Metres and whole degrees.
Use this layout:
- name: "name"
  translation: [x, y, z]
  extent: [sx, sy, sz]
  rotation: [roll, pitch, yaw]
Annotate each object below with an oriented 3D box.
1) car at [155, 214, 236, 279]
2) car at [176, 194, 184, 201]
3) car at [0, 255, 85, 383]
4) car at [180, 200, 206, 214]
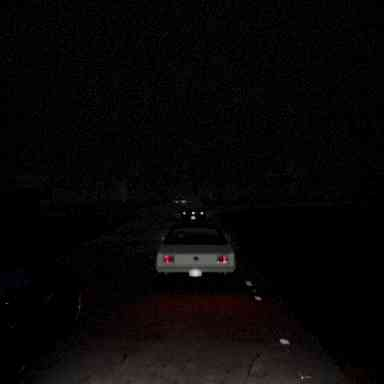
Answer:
- name: "car"
  translation: [0.087, 1.561, 9.829]
  extent: [1.895, 1.301, 4.718]
  rotation: [0, 0, 0]
- name: "car"
  translation: [-2.756, 1.259, 77.355]
  extent: [1.882, 1.535, 5.008]
  rotation: [0, 0, 0]
- name: "car"
  translation: [-2.849, 1.547, 4.123]
  extent: [1.994, 1.385, 4.181]
  rotation: [0, 0, 0]
- name: "car"
  translation: [0.088, 1.509, 25.511]
  extent: [1.895, 1.301, 4.718]
  rotation: [0, 0, 0]
